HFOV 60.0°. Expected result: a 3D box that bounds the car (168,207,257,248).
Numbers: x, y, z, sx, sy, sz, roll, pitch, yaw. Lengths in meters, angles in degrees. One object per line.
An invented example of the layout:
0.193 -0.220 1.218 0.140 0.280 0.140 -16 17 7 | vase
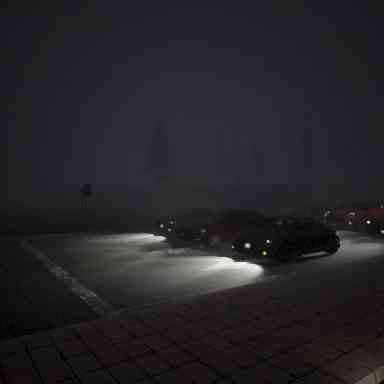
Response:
1.680 1.478 14.996 5.008 1.535 1.882 0 0 -35 | car

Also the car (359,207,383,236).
11.035 1.601 17.321 4.718 1.301 1.895 0 0 -35 | car

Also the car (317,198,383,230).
10.387 1.351 21.138 4.553 1.767 2.097 0 0 -35 | car

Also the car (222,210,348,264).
3.427 1.564 11.944 4.181 1.385 1.994 0 0 -35 | car

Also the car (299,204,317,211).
9.137 1.564 24.524 4.181 1.385 1.994 0 0 -35 | car

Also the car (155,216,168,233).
0.080 1.564 18.151 4.181 1.385 1.994 0 0 -35 | car
